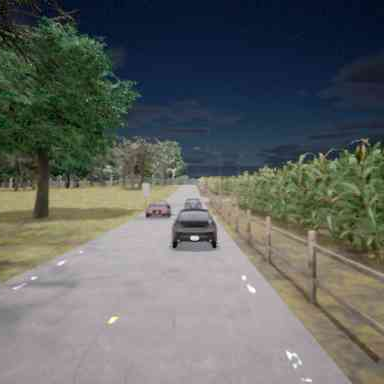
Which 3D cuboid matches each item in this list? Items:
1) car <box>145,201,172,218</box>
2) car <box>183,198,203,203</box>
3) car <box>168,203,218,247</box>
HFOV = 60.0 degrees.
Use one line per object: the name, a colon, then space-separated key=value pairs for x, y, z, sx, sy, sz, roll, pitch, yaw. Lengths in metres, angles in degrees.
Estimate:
car: x=-2.760 y=1.431 z=28.395 sx=1.994 sy=1.385 sz=4.181 roll=0 pitch=1 yaw=0
car: x=0.108 y=1.339 z=33.249 sx=2.033 sy=1.411 sz=5.357 roll=0 pitch=1 yaw=0
car: x=0.104 y=1.489 z=15.056 sx=1.837 sy=1.490 sz=4.892 roll=0 pitch=0 yaw=0
